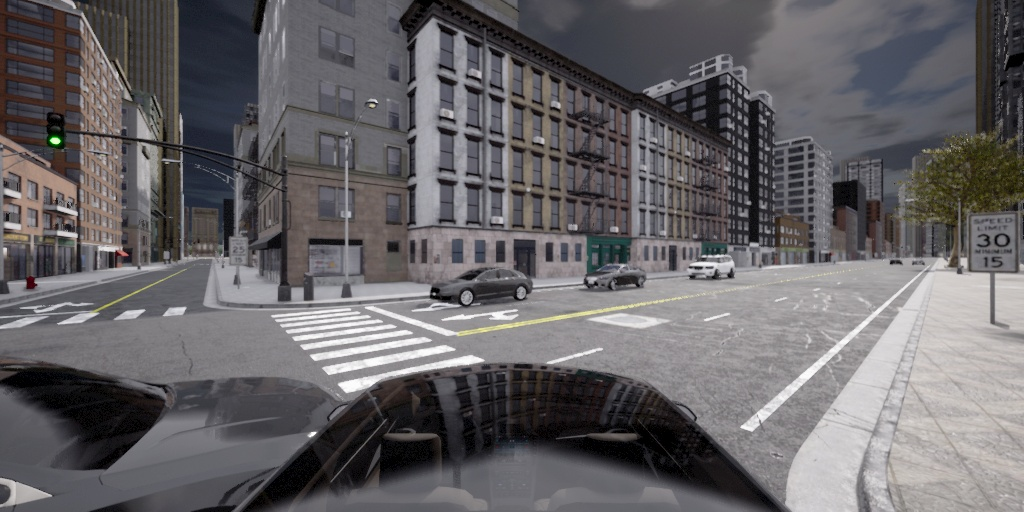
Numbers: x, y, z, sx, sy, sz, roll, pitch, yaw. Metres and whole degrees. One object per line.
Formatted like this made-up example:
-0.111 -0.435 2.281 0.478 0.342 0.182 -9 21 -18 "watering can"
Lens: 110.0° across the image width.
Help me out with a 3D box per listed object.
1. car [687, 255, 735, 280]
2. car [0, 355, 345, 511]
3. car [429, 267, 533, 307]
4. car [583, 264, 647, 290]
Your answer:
17.576 0.945 31.510 5.566 2.045 2.150 -1 0 -39 "car"
-3.249 1.257 1.556 4.892 1.490 1.837 0 0 -35 "car"
-1.230 1.261 15.804 4.892 1.490 1.837 0 0 -40 "car"
6.434 1.236 22.206 4.902 1.511 2.128 0 0 -40 "car"
